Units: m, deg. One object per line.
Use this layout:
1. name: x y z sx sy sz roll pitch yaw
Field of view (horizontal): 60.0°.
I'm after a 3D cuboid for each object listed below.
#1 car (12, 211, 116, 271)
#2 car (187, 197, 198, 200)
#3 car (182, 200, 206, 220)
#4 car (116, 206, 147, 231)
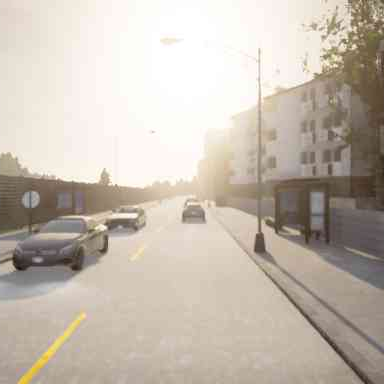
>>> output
1. car: -4.090 1.552 11.172 1.812 1.442 4.674 0 0 0
2. car: 0.070 1.452 42.795 2.097 1.767 4.553 0 0 0
3. car: 0.119 1.631 28.557 1.994 1.385 4.181 0 0 -1
4. car: -4.054 1.598 21.499 2.033 1.411 5.357 0 0 0
